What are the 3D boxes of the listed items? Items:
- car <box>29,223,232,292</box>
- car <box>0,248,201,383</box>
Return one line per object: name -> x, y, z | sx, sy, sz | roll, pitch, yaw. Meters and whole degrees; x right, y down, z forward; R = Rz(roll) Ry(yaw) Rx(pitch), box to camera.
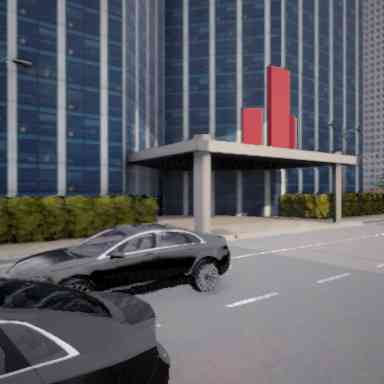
car -> -1.323, 1.487, 7.326 | 4.902, 1.511, 2.128 | 0, 0, -35
car -> -2.471, 1.508, 2.216 | 4.892, 1.490, 1.837 | 0, 0, -35
